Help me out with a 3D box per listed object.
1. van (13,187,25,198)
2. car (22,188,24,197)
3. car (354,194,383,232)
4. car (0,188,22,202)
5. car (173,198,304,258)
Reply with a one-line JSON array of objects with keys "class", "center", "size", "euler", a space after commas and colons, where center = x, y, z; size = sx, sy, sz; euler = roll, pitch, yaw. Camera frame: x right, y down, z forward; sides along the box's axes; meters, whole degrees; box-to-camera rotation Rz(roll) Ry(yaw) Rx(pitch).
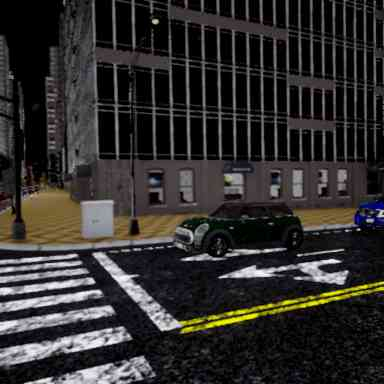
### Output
[{"class": "van", "center": [-32.378, 0.070, 62.196], "size": [1.690, 1.788, 3.998], "euler": [-2, 2, -23]}, {"class": "car", "center": [-27.983, 0.371, 52.057], "size": [1.967, 1.590, 4.097], "euler": [-2, 2, -23]}, {"class": "car", "center": [10.311, 0.863, 15.822], "size": [5.566, 2.045, 2.150], "euler": [-1, 1, -26]}, {"class": "car", "center": [-25.788, 0.347, 46.981], "size": [2.192, 1.841, 5.009], "euler": [-2, 2, -23]}, {"class": "car", "center": [1.645, 1.106, 11.632], "size": [4.553, 1.767, 2.097], "euler": [-1, 1, -26]}]
